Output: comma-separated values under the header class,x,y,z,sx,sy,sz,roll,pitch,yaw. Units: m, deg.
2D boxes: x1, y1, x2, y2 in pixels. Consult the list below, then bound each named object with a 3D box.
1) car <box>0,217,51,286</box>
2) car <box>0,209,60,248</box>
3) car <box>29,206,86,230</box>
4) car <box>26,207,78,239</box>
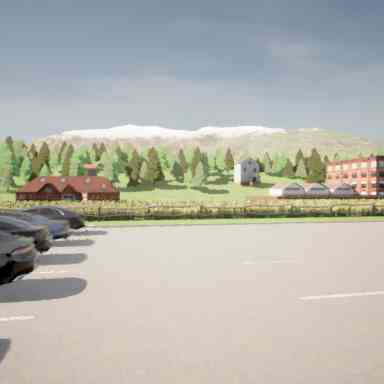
class,x,y,z,sx,sy,sz,roll,pitch,yaw
car,-5.971,1.487,7.207,4.902,1.511,2.128,0,0,-12
car,-7.097,1.471,10.549,5.008,1.535,1.882,0,0,-12
car,-8.128,1.496,17.483,4.892,1.490,1.837,0,0,-12
car,-7.846,1.540,13.968,5.357,1.411,2.033,0,0,-12
